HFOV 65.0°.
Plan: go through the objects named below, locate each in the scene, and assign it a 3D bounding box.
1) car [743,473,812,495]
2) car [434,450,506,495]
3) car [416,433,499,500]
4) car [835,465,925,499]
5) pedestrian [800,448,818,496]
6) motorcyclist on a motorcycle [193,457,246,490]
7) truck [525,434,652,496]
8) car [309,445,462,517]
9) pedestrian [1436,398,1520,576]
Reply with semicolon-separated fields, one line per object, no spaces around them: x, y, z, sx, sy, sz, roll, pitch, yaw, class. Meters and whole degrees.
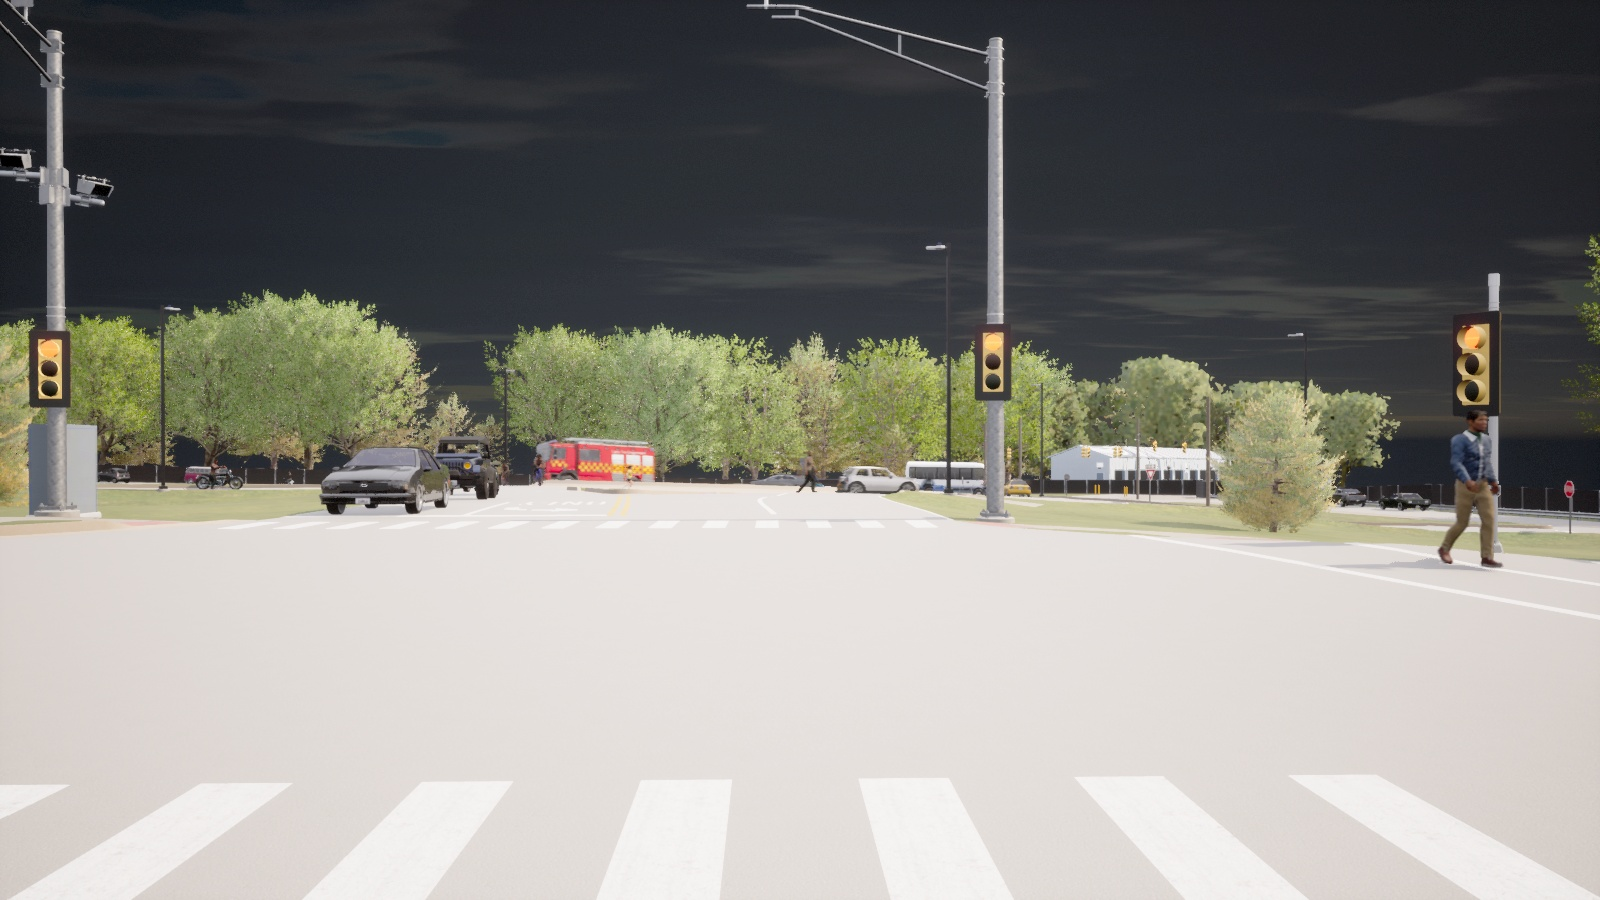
-1.644;2.556;94.545;4.902;1.511;2.128;0;-4;8;car
-12.070;0.813;45.692;2.128;1.511;4.902;0;-1;-19;car
-10.076;0.493;37.225;1.905;1.878;3.866;0;-1;-8;car
3.793;1.516;59.766;3.806;1.475;1.970;2;0;-15;car
0.358;0.839;48.767;0.634;1.846;0.331;0;1;27;pedestrian
-30.050;1.226;65.022;2.350;1.649;0.766;0;1;-7;motorcyclist on a motorcycle
-15.081;1.152;90.063;8.468;3.827;2.891;4;-7;-32;truck
-8.879;0.613;27.405;2.033;1.411;5.357;0;0;-6;car
7.643;0.398;14.181;0.423;1.949;0.788;0;1;-9;pedestrian
